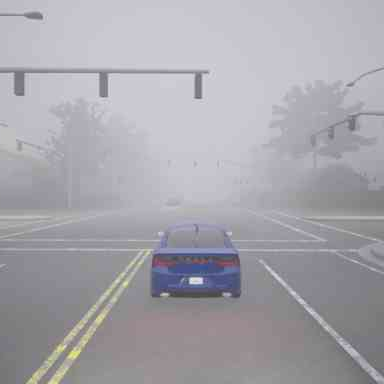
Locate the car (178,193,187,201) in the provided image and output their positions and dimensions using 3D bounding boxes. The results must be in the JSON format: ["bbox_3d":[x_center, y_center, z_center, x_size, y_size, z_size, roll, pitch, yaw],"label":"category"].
[{"bbox_3d":[-2.535,1.553,70.011,1.994,1.385,4.181,0,0,0],"label":"car"}]

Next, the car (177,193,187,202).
[{"bbox_3d":[-2.446,1.225,80.624,2.150,2.045,5.566,0,0,0],"label":"car"}]

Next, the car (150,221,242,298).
[{"bbox_3d":[0.085,1.478,8.578,1.882,1.535,5.008,0,0,0],"label":"car"}]

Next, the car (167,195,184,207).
[{"bbox_3d":[-2.770,1.564,51.451,1.994,1.385,4.181,0,0,1],"label":"car"}]
